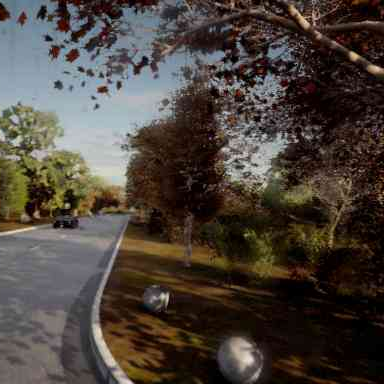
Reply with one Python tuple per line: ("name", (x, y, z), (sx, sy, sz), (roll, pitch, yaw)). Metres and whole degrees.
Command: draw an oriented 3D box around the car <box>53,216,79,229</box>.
("car", (-13.275, 3.170, 35.143), (1.895, 1.301, 4.718), (3, -3, -10))
